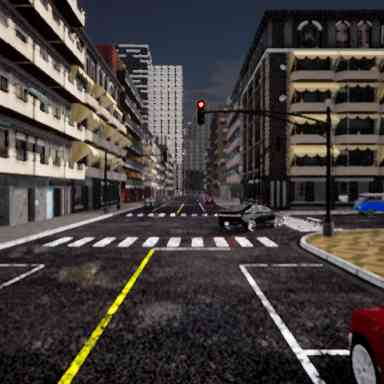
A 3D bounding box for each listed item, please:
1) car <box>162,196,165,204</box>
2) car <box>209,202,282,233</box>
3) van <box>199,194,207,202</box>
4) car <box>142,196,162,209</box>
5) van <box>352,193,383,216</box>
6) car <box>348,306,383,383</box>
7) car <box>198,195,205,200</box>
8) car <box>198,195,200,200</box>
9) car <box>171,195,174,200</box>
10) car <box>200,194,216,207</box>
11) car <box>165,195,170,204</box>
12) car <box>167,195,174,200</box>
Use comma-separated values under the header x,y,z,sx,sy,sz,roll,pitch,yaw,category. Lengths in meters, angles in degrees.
x,y,z,sx,sy,sz,roll,pitch,yaw,category
-5.747,1.533,51.153,1.947,1.339,4.313,0,0,0,car
3.564,1.466,19.712,2.128,1.511,4.902,-2,-1,43,car
2.604,1.308,78.795,1.690,1.788,3.998,-1,0,0,van
-5.741,1.519,45.626,2.008,1.369,4.403,0,0,0,car
15.615,1.010,27.741,3.998,1.788,1.690,-1,1,-1,van
2.682,1.542,2.157,1.887,1.381,4.507,0,0,0,car
2.589,1.516,95.380,1.887,1.381,4.507,-1,0,0,car
2.617,1.517,67.740,2.008,1.369,4.403,-1,0,0,car
-5.775,1.492,78.623,1.752,1.417,4.829,-1,0,0,car
2.632,1.408,51.156,1.967,1.590,4.097,-1,0,0,car
-5.759,1.406,62.209,1.967,1.590,4.097,-1,0,0,car
-5.785,1.551,89.849,1.802,1.307,4.206,-1,0,0,car
